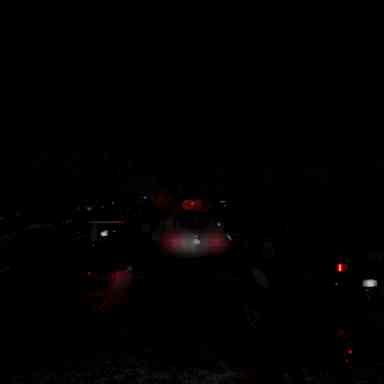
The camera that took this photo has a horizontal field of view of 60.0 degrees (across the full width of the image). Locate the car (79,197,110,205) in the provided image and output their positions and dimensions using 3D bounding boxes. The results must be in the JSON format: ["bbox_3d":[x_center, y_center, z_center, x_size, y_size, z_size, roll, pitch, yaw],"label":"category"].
[{"bbox_3d":[-6.912,1.168,24.479,2.097,1.767,4.553,0,0,0],"label":"car"}]

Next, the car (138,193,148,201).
[{"bbox_3d":[-7.038,0.966,51.559,2.097,1.767,4.553,0,0,0],"label":"car"}]

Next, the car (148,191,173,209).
[{"bbox_3d":[-3.478,0.928,39.440,2.150,2.045,5.566,0,1,0],"label":"car"}]

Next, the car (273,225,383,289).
[{"bbox_3d":[3.601,1.533,8.932,1.895,1.301,4.718,0,0,0],"label":"car"}]

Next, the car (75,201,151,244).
[{"bbox_3d":[-3.399,1.377,15.287,2.128,1.511,4.902,0,1,0],"label":"car"}]

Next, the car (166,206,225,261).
[{"bbox_3d":[0.101,1.458,11.897,2.033,1.411,5.357,0,0,0],"label":"car"}]

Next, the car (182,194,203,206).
[{"bbox_3d":[0.046,1.097,33.894,2.097,1.767,4.553,0,0,0],"label":"car"}]

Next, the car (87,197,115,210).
[{"bbox_3d":[-10.474,1.312,38.624,1.895,1.301,4.718,0,0,0],"label":"car"}]

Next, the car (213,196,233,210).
[{"bbox_3d":[3.532,1.208,37.964,2.128,1.511,4.902,0,1,0],"label":"car"}]

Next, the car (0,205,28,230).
[{"bbox_3d":[-10.398,1.377,17.242,1.837,1.490,4.892,0,1,0],"label":"car"}]
